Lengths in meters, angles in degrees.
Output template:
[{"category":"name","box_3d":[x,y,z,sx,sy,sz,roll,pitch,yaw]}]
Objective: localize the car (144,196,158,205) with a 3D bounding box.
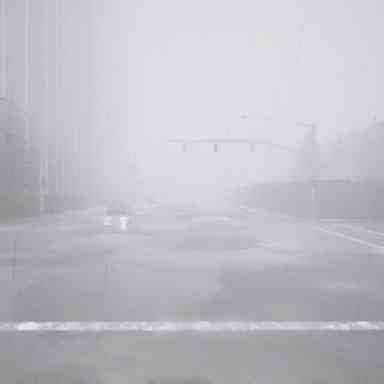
[{"category":"car","box_3d":[-7.107,1.378,57.800,1.882,1.535,5.008,0,0,0]}]

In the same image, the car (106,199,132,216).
[{"category":"car","box_3d":[-7.060,1.503,32.519,1.837,1.490,4.892,0,0,0]}]
